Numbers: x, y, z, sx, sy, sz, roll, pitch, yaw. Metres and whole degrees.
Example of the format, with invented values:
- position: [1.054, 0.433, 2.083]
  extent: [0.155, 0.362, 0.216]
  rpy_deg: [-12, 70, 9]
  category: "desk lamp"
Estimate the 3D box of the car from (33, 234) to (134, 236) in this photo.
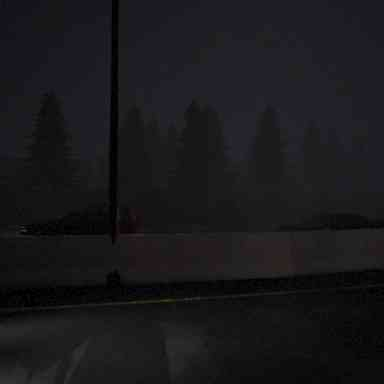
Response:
- position: [-5.117, 1.549, 15.246]
  extent: [5.008, 1.535, 1.882]
  rpy_deg: [0, 0, -11]
  category: "car"

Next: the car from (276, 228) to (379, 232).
- position: [5.942, 1.607, 14.404]
  extent: [5.008, 1.535, 1.882]
  rpy_deg: [0, 0, -17]
  category: "car"
